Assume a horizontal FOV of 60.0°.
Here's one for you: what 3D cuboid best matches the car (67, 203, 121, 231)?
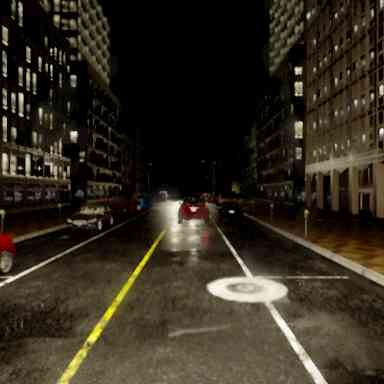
[{"bbox_3d":[-5.683,1.397,18.986,2.008,1.369,4.403,0,0,0],"label":"car"}]

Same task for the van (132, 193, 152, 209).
[{"bbox_3d":[-5.679,1.047,36.060,1.690,1.788,3.998,0,0,0],"label":"van"}]

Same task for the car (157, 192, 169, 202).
[{"bbox_3d":[-5.674,0.953,58.828,1.967,1.590,4.097,0,0,0],"label":"car"}]

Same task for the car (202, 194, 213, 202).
[{"bbox_3d":[2.706,1.095,58.814,1.802,1.307,4.206,0,0,0],"label":"car"}]

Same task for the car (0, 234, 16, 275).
[{"bbox_3d":[-5.685,1.520,7.600,1.802,1.307,4.206,0,0,0],"label":"car"}]

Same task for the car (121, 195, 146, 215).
[{"bbox_3d":[-5.681,1.298,30.370,1.887,1.381,4.507,0,0,0],"label":"car"}]

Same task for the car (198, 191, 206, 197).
[{"bbox_3d":[2.713,0.656,92.963,1.967,1.590,4.097,0,1,0],"label":"car"}]

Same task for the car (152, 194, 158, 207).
[{"bbox_3d":[-5.678,1.240,41.754,1.802,1.307,4.206,0,0,0],"label":"car"}]

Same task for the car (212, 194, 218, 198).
[{"bbox_3d":[2.704,1.051,47.428,1.967,1.590,4.097,0,0,0],"label":"car"}]

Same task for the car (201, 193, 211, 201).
[{"bbox_3d":[2.707,0.988,64.675,1.752,1.417,4.829,0,0,0],"label":"car"}]

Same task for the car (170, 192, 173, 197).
[{"bbox_3d":[-5.672,0.980,70.214,1.947,1.339,4.313,0,0,0],"label":"car"}]

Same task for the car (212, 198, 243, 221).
[{"bbox_3d":[2.699,1.366,24.663,1.947,1.339,4.313,0,0,0],"label":"car"}]

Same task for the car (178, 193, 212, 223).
[{"bbox_3d":[0.102,1.160,23.560,2.097,1.767,4.553,0,0,0],"label":"car"}]

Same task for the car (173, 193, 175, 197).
[{"bbox_3d":[-5.668,0.742,92.811,1.752,1.417,4.829,0,1,0],"label":"car"}]
